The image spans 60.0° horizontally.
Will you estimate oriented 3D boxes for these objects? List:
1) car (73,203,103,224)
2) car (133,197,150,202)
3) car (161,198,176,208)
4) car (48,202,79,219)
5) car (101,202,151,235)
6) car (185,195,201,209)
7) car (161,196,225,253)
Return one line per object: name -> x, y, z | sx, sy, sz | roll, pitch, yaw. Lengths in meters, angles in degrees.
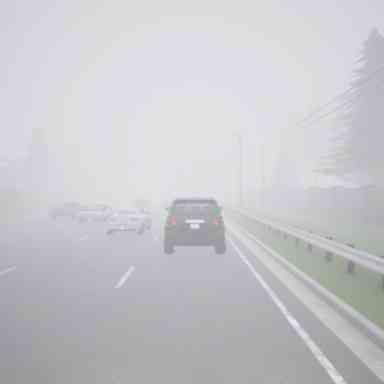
car -> -6.898, 1.577, 24.726 | 1.895, 1.301, 4.718 | 0, 0, 0
car -> -6.896, 1.432, 45.574 | 1.882, 1.535, 5.008 | 0, 0, 0
car -> -3.398, 1.552, 48.578 | 1.895, 1.301, 4.718 | 0, 0, 0
car -> -10.404, 1.520, 28.380 | 2.033, 1.411, 5.357 | 0, 0, 0
car -> -3.397, 1.507, 18.536 | 1.812, 1.442, 4.674 | 0, 0, 0
car -> 0.104, 1.307, 44.239 | 2.097, 1.767, 4.553 | 0, 0, 0
car -> 0.099, 1.209, 13.667 | 2.150, 2.045, 5.566 | 0, 0, 0
